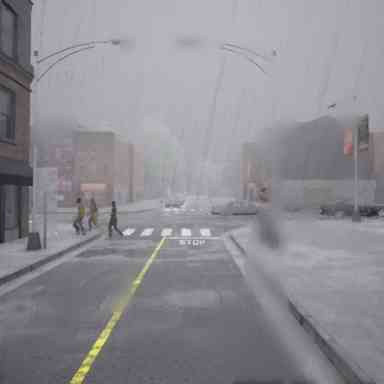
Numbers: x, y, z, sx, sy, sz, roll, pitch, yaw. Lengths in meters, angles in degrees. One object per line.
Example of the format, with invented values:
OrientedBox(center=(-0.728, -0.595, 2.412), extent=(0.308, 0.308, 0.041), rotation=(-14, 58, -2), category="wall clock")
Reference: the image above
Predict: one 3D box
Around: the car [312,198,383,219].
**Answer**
OrientedBox(center=(11.978, 1.188, 24.666), extent=(5.008, 1.535, 1.882), rotation=(-1, -1, 0), category="car")

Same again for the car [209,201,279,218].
OrientedBox(center=(4.157, 1.425, 27.849), extent=(5.357, 1.411, 2.033), rotation=(-1, -1, 0), category="car")

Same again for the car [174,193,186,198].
OrientedBox(center=(-2.479, 1.291, 56.749), extent=(2.097, 1.767, 4.553), rotation=(0, 0, 0), category="car")

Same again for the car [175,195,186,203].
OrientedBox(center=(-2.385, 1.414, 69.266), extent=(2.128, 1.511, 4.902), rotation=(0, 0, 0), category="car")

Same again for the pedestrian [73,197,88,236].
OrientedBox(center=(-5.289, 1.136, 15.647), extent=(0.375, 1.860, 0.375), rotation=(1, -1, 0), category="pedestrian")

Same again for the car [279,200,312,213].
OrientedBox(center=(10.007, 1.498, 34.625), extent=(5.357, 1.411, 2.033), rotation=(-1, -1, 0), category="car")

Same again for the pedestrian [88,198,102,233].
OrientedBox(center=(-4.996, 1.133, 16.921), extent=(0.375, 1.860, 0.375), rotation=(1, -1, 0), category="pedestrian")

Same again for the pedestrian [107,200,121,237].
OrientedBox(center=(-3.854, 1.287, 16.316), extent=(0.375, 1.860, 0.375), rotation=(1, -1, 0), category="pedestrian")

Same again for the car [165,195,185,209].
OrientedBox(center=(-2.585, 1.503, 46.097), extent=(2.033, 1.411, 5.357), rotation=(0, 0, 3), category="car")
